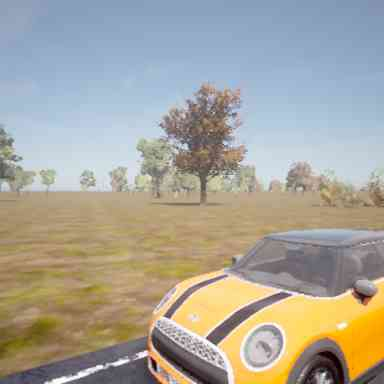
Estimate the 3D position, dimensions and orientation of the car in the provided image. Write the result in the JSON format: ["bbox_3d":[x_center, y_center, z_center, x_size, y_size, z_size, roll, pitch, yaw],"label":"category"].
[{"bbox_3d":[1.661,1.364,4.686,4.553,1.767,2.097,0,0,-37],"label":"car"}]
